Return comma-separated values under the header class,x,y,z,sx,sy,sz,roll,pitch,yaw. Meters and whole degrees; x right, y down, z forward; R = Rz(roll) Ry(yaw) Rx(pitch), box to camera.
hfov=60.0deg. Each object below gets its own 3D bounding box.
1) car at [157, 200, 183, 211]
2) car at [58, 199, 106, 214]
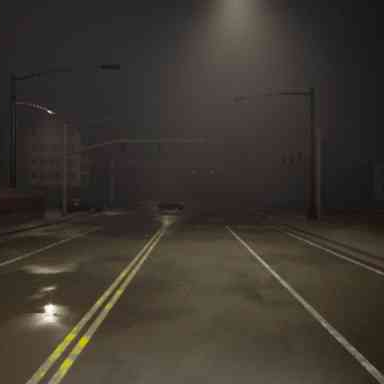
class,x,y,z,sx,sy,sz,roll,pitch,yaw
car,-2.795,1.626,40.819,1.895,1.301,4.718,0,0,-24
car,-11.823,1.543,35.847,4.892,1.490,1.837,0,0,2
